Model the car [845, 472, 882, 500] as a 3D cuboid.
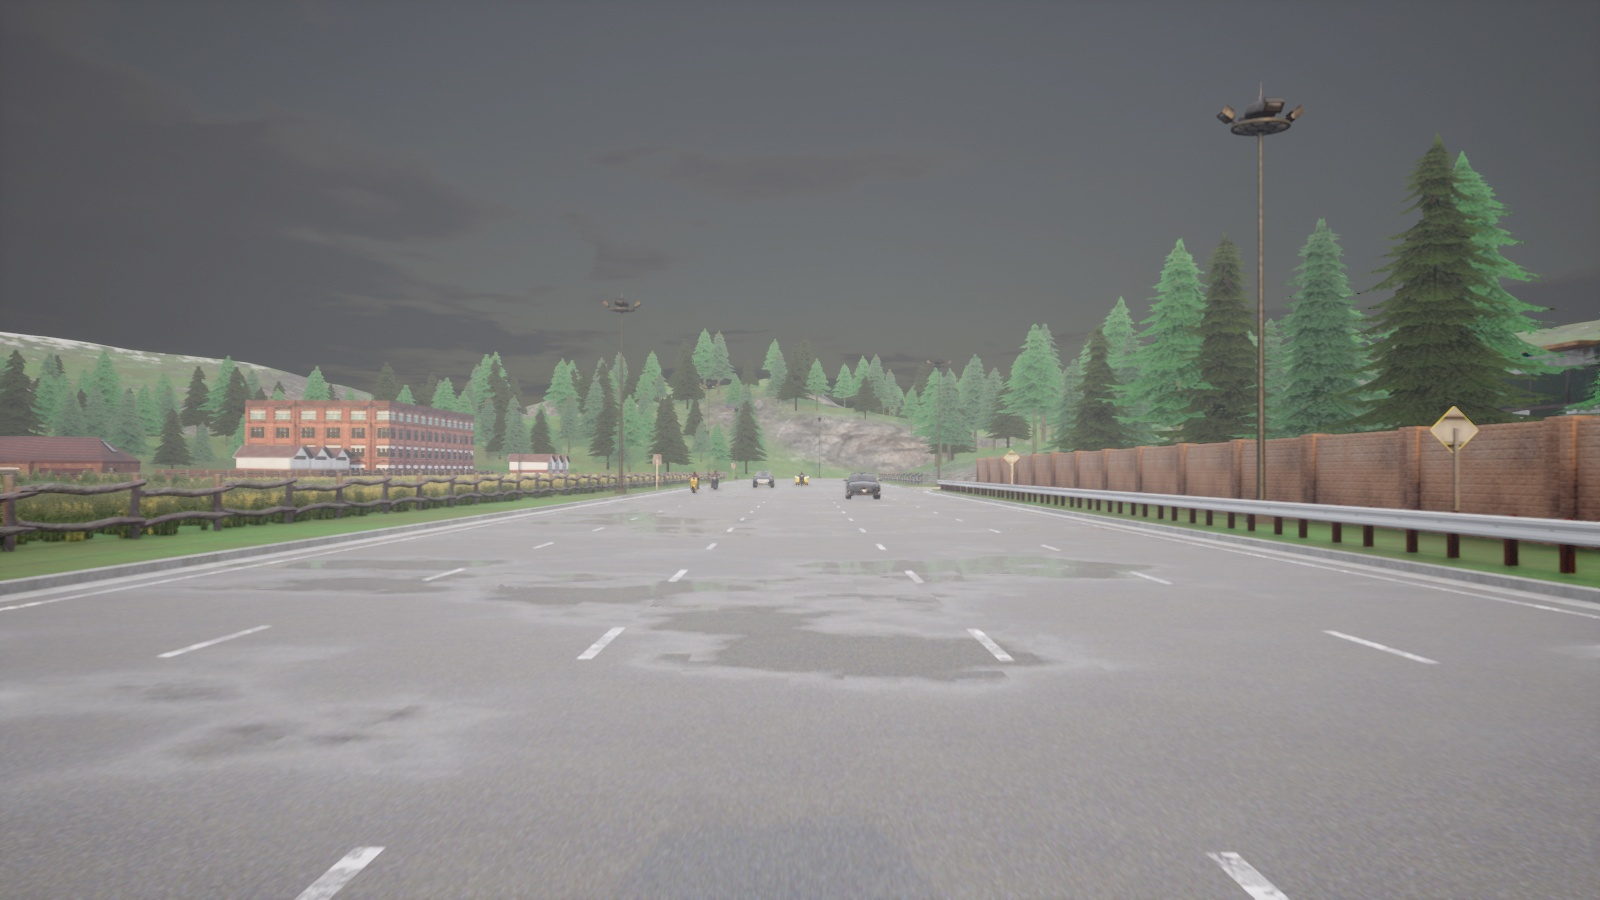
[{"bbox_3d":[3.502,1.974,69.812,1.837,1.490,4.892,0,-1,0],"label":"car"}]
